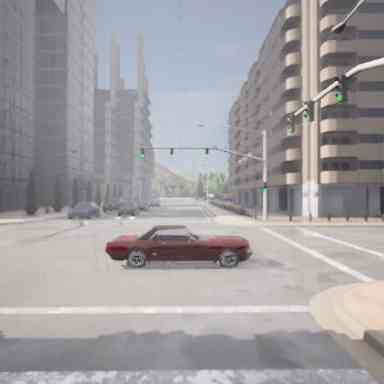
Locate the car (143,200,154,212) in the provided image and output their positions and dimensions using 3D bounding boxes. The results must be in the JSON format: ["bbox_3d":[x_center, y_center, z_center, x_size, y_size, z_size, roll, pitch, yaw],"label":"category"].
[{"bbox_3d":[-7.268,2.154,48.325,2.033,1.411,5.357,0,-1,0],"label":"car"}]

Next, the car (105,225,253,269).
[{"bbox_3d":[-0.381,1.785,11.296,4.718,1.301,1.895,0,-1,-1],"label":"car"}]

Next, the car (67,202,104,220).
[{"bbox_3d":[-10.718,1.771,33.225,2.097,1.767,4.553,0,-1,0],"label":"car"}]

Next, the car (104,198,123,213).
[{"bbox_3d":[-10.742,1.803,46.092,2.150,2.045,5.566,0,-1,0],"label":"car"}]

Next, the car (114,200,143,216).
[{"bbox_3d":[-7.234,1.986,38.240,1.837,1.490,4.892,0,-1,0],"label":"car"}]

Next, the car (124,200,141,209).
[{"bbox_3d":[-10.771,2.245,60.169,2.128,1.511,4.902,0,0,0],"label":"car"}]

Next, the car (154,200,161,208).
[{"bbox_3d":[-7.245,2.377,66.091,2.033,1.411,5.357,0,-1,0],"label":"car"}]
